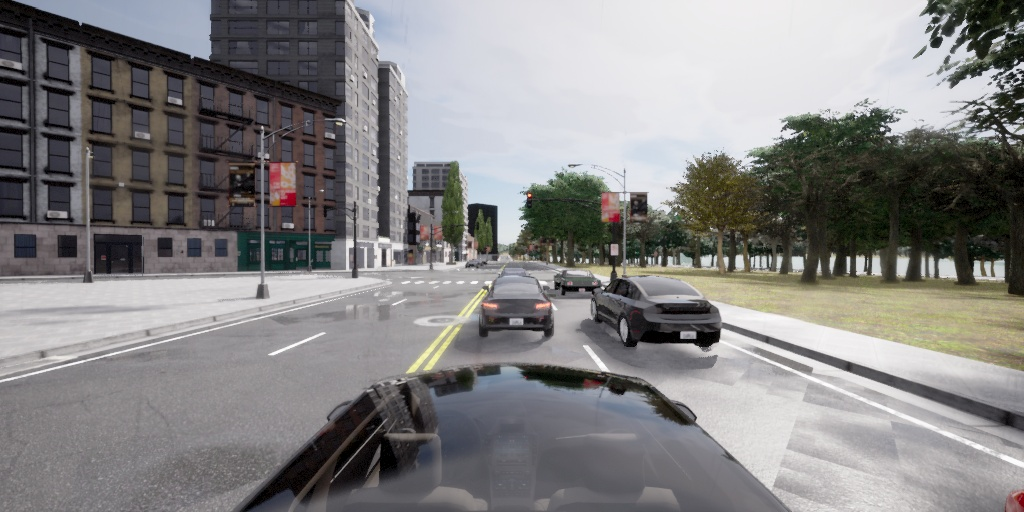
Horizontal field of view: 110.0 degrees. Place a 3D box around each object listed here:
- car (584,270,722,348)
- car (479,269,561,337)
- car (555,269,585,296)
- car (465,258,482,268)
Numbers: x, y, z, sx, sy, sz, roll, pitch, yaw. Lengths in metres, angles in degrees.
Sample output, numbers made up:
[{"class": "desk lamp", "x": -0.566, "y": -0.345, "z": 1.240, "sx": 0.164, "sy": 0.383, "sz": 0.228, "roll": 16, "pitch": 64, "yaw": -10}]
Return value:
[{"class": "car", "x": 3.359, "y": 1.254, "z": 9.247, "sx": 1.837, "sy": 1.490, "sz": 4.892, "roll": 0, "pitch": 0, "yaw": 0}, {"class": "car", "x": 0.114, "y": 1.274, "z": 10.163, "sx": 1.812, "sy": 1.442, "sz": 4.674, "roll": 0, "pitch": 0, "yaw": 0}, {"class": "car", "x": 3.374, "y": 1.347, "z": 19.440, "sx": 1.895, "sy": 1.301, "sz": 4.718, "roll": 0, "pitch": 0, "yaw": 0}, {"class": "car", "x": -6.502, "y": 1.297, "z": 59.173, "sx": 1.994, "sy": 1.385, "sz": 4.181, "roll": 0, "pitch": 0, "yaw": 0}]
